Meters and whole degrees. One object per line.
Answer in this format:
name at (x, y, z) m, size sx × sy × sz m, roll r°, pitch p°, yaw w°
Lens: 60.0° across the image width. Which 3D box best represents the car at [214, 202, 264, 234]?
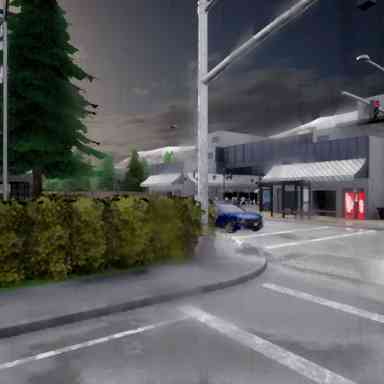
car at (1.708, 1.301, 18.235) m, size 1.882 × 1.535 × 5.008 m, roll 0°, pitch 0°, yaw -34°
